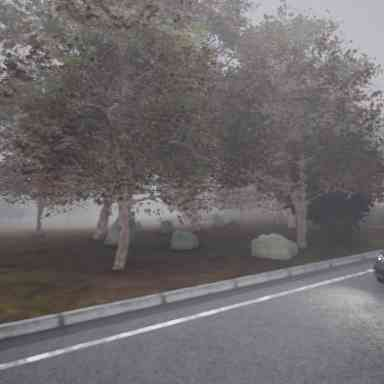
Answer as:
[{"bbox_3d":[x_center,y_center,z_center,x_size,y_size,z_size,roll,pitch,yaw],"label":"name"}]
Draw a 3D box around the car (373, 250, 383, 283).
[{"bbox_3d":[6.598,1.589,8.603,4.674,1.442,1.812,1,0,-35],"label":"car"}]
